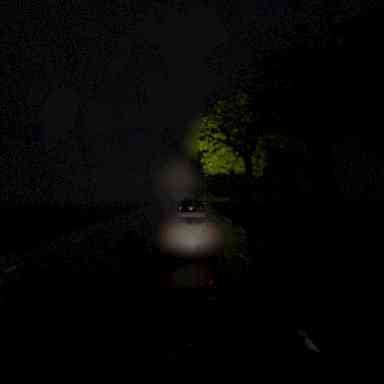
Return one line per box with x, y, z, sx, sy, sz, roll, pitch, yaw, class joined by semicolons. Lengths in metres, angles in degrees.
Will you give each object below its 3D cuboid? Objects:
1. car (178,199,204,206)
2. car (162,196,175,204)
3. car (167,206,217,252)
-0.089;1.329;27.883;2.097;1.767;4.553;0;0;0;car
-4.075;1.427;58.642;1.994;1.385;4.181;0;0;0;car
0.009;1.519;13.645;1.812;1.442;4.674;0;0;0;car
